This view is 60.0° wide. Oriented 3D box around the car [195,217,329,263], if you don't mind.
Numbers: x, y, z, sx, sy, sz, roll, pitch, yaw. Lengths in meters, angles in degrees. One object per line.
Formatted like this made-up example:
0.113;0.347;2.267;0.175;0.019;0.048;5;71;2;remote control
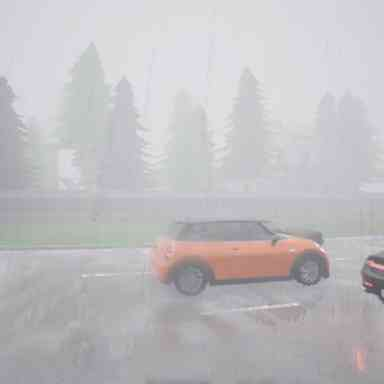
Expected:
2.651;1.715;12.737;4.718;1.301;1.895;0;0;-20;car

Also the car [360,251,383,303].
5.662;1.574;6.502;4.902;1.511;2.128;1;0;-19;car

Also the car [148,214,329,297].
1.229;1.427;8.672;4.553;1.767;2.097;0;0;-17;car
